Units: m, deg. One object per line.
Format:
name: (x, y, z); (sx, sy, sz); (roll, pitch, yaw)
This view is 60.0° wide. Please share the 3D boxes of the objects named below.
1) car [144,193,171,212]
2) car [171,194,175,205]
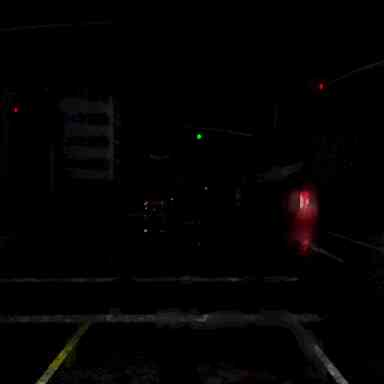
car: (-3.593, 1.095, 33.796); (2.097, 1.767, 4.553); (0, 0, 0)
car: (-3.574, 0.982, 48.588); (2.097, 1.767, 4.553); (0, 0, 0)
